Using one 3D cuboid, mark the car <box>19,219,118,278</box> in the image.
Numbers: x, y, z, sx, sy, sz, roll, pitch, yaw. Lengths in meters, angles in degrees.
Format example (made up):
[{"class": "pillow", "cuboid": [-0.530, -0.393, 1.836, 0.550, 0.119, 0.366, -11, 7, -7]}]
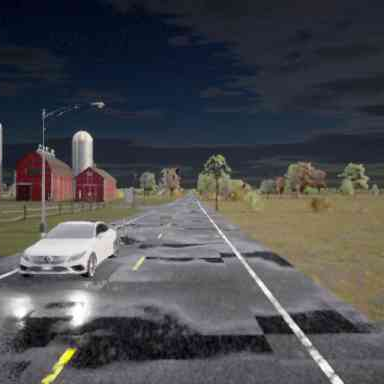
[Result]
[{"class": "car", "cuboid": [-3.606, 1.635, 10.604, 1.812, 1.442, 4.674, 0, -1, 0]}]
